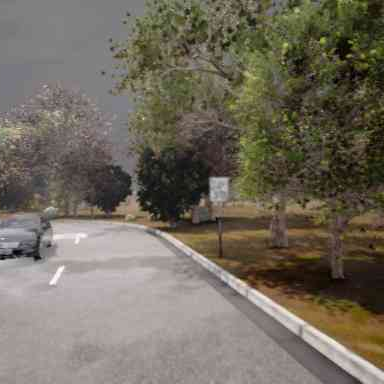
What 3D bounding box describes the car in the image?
[{"bbox_3d":[-6.588,1.652,12.931,2.128,1.511,4.902,-1,0,-16],"label":"car"}]
